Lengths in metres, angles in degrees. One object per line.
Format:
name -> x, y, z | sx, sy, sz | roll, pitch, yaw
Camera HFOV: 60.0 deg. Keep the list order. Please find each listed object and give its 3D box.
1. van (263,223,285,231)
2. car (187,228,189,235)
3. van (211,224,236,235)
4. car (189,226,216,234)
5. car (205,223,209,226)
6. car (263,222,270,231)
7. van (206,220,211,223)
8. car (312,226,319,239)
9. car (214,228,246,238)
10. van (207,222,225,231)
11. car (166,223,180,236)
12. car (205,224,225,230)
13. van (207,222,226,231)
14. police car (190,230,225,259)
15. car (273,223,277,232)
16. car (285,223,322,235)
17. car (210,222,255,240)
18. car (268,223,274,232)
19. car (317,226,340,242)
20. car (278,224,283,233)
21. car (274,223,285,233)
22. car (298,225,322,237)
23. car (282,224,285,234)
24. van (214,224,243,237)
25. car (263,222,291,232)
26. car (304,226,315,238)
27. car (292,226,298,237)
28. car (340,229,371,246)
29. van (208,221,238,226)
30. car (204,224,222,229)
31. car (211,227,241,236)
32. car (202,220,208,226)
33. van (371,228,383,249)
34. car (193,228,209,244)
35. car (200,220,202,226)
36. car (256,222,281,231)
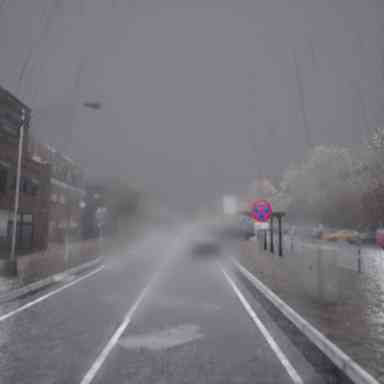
van -> 18.919, 8.067, 76.761 | 4.442, 1.987, 1.878 | 0, -4, 0
car -> 0.023, 6.952, 58.901 | 1.895, 1.301, 4.718 | 0, -5, 0
van -> 5.853, 6.908, 62.208 | 4.442, 1.987, 1.878 | 0, -5, 0
car -> 0.988, 4.603, 33.737 | 2.097, 1.767, 4.553 | 0, -5, 0
car -> 5.735, 7.810, 70.576 | 4.892, 1.521, 2.231 | 0, -5, 0
car -> 18.779, 7.613, 71.226 | 5.566, 2.045, 2.435 | 0, -5, 0
van -> 5.842, 7.804, 73.392 | 4.442, 1.987, 1.878 | 0, -5, 0
car -> 18.864, 5.600, 43.537 | 4.792, 1.488, 2.163 | 0, -5, 0
car -> 5.751, 6.236, 51.009 | 4.674, 1.452, 2.002 | 0, -5, 0
van -> 5.834, 8.446, 81.776 | 4.442, 1.987, 1.878 | 0, -4, 0
car -> -3.274, 6.485, 57.871 | 2.150, 2.045, 5.566 | 0, -4, 1
car -> 5.708, 8.886, 84.554 | 4.892, 1.521, 2.231 | 0, -4, 0
van -> 5.837, 8.232, 78.981 | 4.442, 1.987, 1.878 | 0, -4, 0
police car -> 0.985, 3.831, 23.897 | 1.930, 1.638, 5.238 | 0, -5, 0
car -> 18.783, 7.454, 65.664 | 4.792, 1.488, 2.163 | 0, -5, 0
car -> 18.795, 6.254, 54.624 | 5.566, 2.045, 2.435 | 0, -5, 0
car -> 5.725, 5.475, 45.447 | 5.566, 2.045, 2.435 | 0, -5, 0
car -> 18.839, 7.675, 68.438 | 4.792, 1.488, 2.163 | 0, -5, 0
car -> 18.652, 5.334, 40.774 | 5.366, 1.575, 1.946 | 0, -5, 0
car -> 18.813, 6.968, 60.136 | 5.008, 1.535, 2.097 | 0, -5, 0
car -> 19.000, 7.194, 62.904 | 5.366, 1.575, 1.946 | 0, -5, 0
car -> 18.835, 6.037, 49.071 | 5.008, 1.535, 2.097 | 0, -5, 0
car -> 18.815, 6.738, 57.367 | 4.892, 1.521, 2.231 | 0, -5, 0
van -> 5.862, 6.207, 53.825 | 4.442, 1.987, 1.878 | 0, -5, 0
car -> 18.833, 7.830, 73.995 | 5.566, 2.045, 2.435 | 0, -4, 0
car -> 18.839, 5.805, 46.305 | 4.892, 1.521, 2.231 | 0, -5, 0
car -> 18.832, 6.271, 51.837 | 5.008, 1.535, 2.097 | 0, -5, 0
car -> 18.814, 4.900, 35.239 | 4.792, 1.488, 2.163 | 0, -5, 0
van -> 5.623, 6.678, 59.415 | 4.442, 1.987, 1.878 | 0, -5, 0
car -> 5.706, 9.352, 90.141 | 4.674, 1.452, 2.002 | 0, -4, 0
car -> 5.737, 6.668, 56.599 | 5.008, 1.535, 2.097 | 0, -5, 0
car -> 5.695, 7.993, 76.187 | 5.566, 2.045, 2.435 | 0, -4, 0
van -> 18.965, 4.179, 29.730 | 4.442, 1.987, 1.878 | 0, -5, 0
car -> 0.991, 5.231, 39.934 | 1.801, 1.575, 5.366 | 0, -5, 0
car -> 5.678, 9.275, 92.958 | 5.566, 2.045, 2.435 | 0, -4, 0
car -> 18.825, 8.465, 82.297 | 5.566, 2.045, 2.435 | 0, -4, 0
